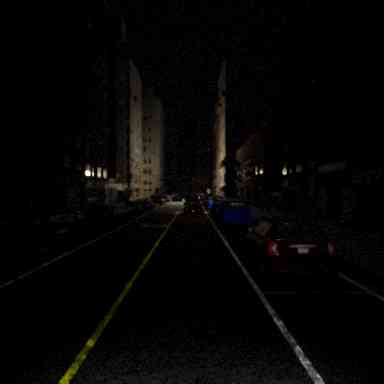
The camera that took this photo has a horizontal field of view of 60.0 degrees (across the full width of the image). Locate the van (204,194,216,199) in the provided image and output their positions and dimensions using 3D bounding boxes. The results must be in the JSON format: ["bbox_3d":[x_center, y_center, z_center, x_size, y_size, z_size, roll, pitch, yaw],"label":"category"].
[{"bbox_3d":[2.647,1.301,38.256,1.690,1.788,3.998,0,0,0],"label":"van"}]

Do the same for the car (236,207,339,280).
[{"bbox_3d":[2.662,1.431,9.910,1.967,1.590,4.097,0,0,0],"label":"car"}]

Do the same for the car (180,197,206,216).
[{"bbox_3d":[0.098,1.494,31.836,1.812,1.442,4.674,0,0,0],"label":"car"}]

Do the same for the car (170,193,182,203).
[{"bbox_3d":[-3.040,1.444,67.534,1.812,1.442,4.674,0,0,0],"label":"car"}]

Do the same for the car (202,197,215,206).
[{"bbox_3d":[2.638,1.502,55.265,1.947,1.339,4.313,0,0,0],"label":"car"}]

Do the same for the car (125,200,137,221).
[{"bbox_3d":[-5.872,1.499,26.737,1.752,1.417,4.829,0,0,0],"label":"car"}]

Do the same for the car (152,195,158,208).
[{"bbox_3d":[-5.881,1.478,43.742,1.752,1.417,4.829,0,0,0],"label":"car"}]

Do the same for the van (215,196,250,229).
[{"bbox_3d":[2.656,1.321,21.248,1.690,1.788,3.998,0,0,0],"label":"van"}]

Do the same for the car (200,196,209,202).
[{"bbox_3d":[2.630,1.492,72.272,1.802,1.307,4.206,0,0,0],"label":"car"}]

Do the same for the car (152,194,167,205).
[{"bbox_3d":[-5.887,1.252,55.248,2.192,1.841,5.009,0,0,0],"label":"car"}]

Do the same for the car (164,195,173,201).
[{"bbox_3d":[-5.901,1.435,83.590,2.008,1.369,4.403,0,0,0],"label":"car"}]

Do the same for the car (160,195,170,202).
[{"bbox_3d":[-5.896,1.436,72.083,1.752,1.417,4.829,0,0,0],"label":"car"}]

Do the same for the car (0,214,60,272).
[{"bbox_3d":[-5.864,1.557,9.902,1.947,1.339,4.313,0,0,0],"label":"car"}]

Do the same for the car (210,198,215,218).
[{"bbox_3d":[2.653,1.499,27.088,1.752,1.417,4.829,0,0,0],"label":"car"}]

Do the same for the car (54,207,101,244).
[{"bbox_3d":[-5.867,1.568,15.570,1.802,1.307,4.206,0,0,0],"label":"car"}]

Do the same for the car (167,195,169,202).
[{"bbox_3d":[-5.890,1.479,60.916,2.008,1.369,4.403,0,0,0],"label":"car"}]

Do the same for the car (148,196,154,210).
[{"bbox_3d":[-5.878,1.504,38.243,1.887,1.381,4.507,0,0,0],"label":"car"}]

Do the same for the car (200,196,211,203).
[{"bbox_3d":[2.633,1.472,66.602,2.008,1.369,4.403,0,0,0],"label":"car"}]

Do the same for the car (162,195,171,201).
[{"bbox_3d":[-5.899,1.424,77.753,1.752,1.417,4.829,0,0,0],"label":"car"}]

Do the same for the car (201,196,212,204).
[{"bbox_3d":[2.635,1.495,60.934,1.947,1.339,4.313,0,0,0],"label":"car"}]

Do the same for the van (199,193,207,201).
[{"bbox_3d":[2.627,1.239,77.942,1.690,1.788,3.998,0,0,0],"label":"van"}]

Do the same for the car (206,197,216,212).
[{"bbox_3d":[2.650,1.518,32.587,2.008,1.369,4.403,0,0,0],"label":"car"}]

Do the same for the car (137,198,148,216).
[{"bbox_3d":[-5.875,1.533,32.575,1.947,1.339,4.313,0,0,0],"label":"car"}]

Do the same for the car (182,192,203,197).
[{"bbox_3d":[0.038,1.301,45.859,2.097,1.767,4.553,0,0,0],"label":"car"}]

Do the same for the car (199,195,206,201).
[{"bbox_3d":[2.624,1.409,83.782,1.752,1.417,4.829,0,0,0],"label":"car"}]

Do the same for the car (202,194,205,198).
[{"bbox_3d":[2.644,1.392,43.926,1.967,1.590,4.097,0,0,0],"label":"car"}]

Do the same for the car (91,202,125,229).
[{"bbox_3d":[-5.870,1.546,21.239,1.947,1.339,4.313,0,0,0],"label":"car"}]
